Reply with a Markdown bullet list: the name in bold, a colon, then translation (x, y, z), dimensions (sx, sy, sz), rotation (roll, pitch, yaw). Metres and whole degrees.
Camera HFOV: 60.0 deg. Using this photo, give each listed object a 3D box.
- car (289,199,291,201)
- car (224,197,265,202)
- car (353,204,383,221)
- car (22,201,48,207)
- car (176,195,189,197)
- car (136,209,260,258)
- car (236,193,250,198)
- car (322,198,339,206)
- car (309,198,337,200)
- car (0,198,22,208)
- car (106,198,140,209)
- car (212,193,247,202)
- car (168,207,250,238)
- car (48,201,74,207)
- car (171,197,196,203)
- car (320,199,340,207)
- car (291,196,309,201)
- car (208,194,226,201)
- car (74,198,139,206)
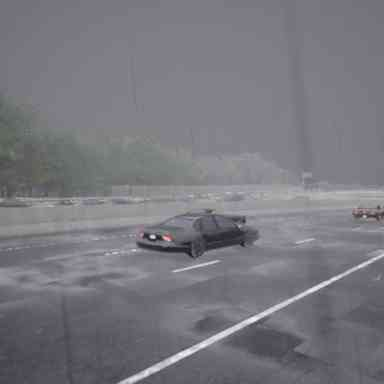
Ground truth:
- **car**: translation (20.972, 1.706, 64.890), dimensions (2.150, 2.045, 5.566), rotation (0, -1, 44)
- **car**: translation (6.300, 1.582, 39.389), dimensions (1.812, 1.442, 4.674), rotation (0, 0, 43)
- **car**: translation (15.493, 1.714, 28.476), dimensions (1.895, 1.301, 4.718), rotation (0, 0, 44)
- **car**: translation (-12.258, 1.466, 30.036), dimensions (1.895, 1.301, 4.718), rotation (0, 0, 44)
- **car**: translation (-1.909, 1.295, 59.285), dimensions (1.837, 1.490, 4.892), rotation (1, 1, 28)
- **car**: translation (0.454, 1.512, 12.638), dimensions (2.033, 1.411, 5.357), rotation (0, 0, 44)
- **car**: translation (13.304, 0.893, 86.706), dimensions (1.895, 1.301, 4.718), rotation (1, 2, 31)
- **car**: translation (31.893, 2.235, 76.393), dimensions (2.097, 1.767, 4.553), rotation (0, -1, 44)
- **car**: translation (22.267, 1.906, 56.096), dimensions (2.128, 1.511, 4.902), rotation (0, -1, 44)
- **car**: translation (-17.983, 1.356, 31.797), dimensions (1.812, 1.442, 4.674), rotation (0, 0, 36)
- **car**: translation (-9.332, 1.469, 45.223), dimensions (1.895, 1.301, 4.718), rotation (1, 1, 29)
- **car**: translation (5.123, 1.285, 43.227), dimensions (2.150, 2.045, 5.566), rotation (0, -1, 43)
- **car**: translation (1.053, 1.562, 18.352), dimensions (1.895, 1.301, 4.718), rotation (0, 0, 44)
- **car**: translation (-8.953, 1.436, 28.434), dimensions (2.033, 1.411, 5.357), rotation (0, 0, 44)
- **car**: translation (-0.980, 1.584, 41.907), dimensions (1.895, 1.301, 4.718), rotation (0, 0, 44)
- **car**: translation (27.966, 2.177, 67.173), dimensions (2.128, 1.511, 4.902), rotation (0, -1, 44)
- **car**: translation (19.923, 1.906, 58.707), dimensions (1.837, 1.490, 4.892), rotation (0, -1, 44)
- **car**: translation (5.556, 1.136, 73.213), dimensions (2.033, 1.411, 5.357), rotation (1, 1, 28)
- **car**: translation (-6.314, 1.412, 26.130), dimensions (1.837, 1.490, 4.892), rotation (0, 0, 44)
